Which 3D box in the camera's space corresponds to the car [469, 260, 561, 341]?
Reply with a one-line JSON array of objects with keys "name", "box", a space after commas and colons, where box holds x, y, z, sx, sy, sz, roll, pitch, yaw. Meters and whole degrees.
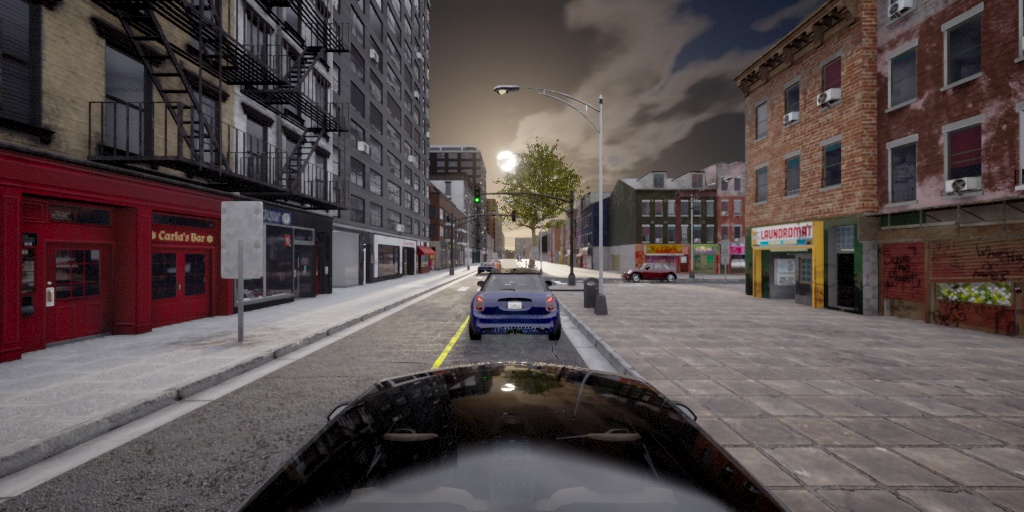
[{"name": "car", "box": [0.071, 1.102, 9.984, 2.097, 1.767, 4.553, 0, 0, 0]}]

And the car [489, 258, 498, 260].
[{"name": "car", "box": [-2.853, 1.119, 51.050, 2.097, 1.767, 4.553, 0, 0, 0]}]

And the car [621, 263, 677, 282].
[{"name": "car", "box": [10.910, 1.268, 28.849, 4.097, 1.591, 1.967, 0, 0, 0]}]
